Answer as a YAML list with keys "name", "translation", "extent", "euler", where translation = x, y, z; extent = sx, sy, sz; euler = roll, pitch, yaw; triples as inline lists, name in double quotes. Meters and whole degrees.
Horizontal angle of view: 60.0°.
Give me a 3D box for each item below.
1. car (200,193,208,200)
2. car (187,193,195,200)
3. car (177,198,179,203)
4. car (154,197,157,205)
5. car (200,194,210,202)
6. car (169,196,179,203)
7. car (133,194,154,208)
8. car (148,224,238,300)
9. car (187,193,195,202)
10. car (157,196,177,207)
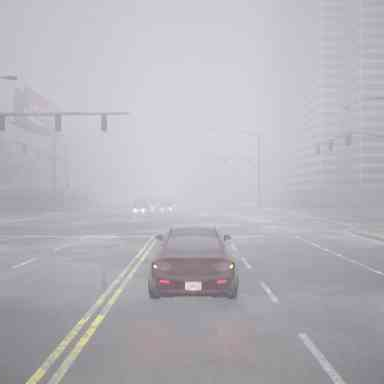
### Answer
- name: "car"
  translation: [3.132, 1.184, 88.267]
  extent: [2.097, 1.767, 4.553]
  euler: [0, 0, 0]
- name: "car"
  translation: [-0.368, 1.184, 88.252]
  extent: [2.097, 1.767, 4.553]
  euler: [0, 0, 0]
- name: "car"
  translation: [-3.823, 1.525, 59.796]
  extent: [1.812, 1.442, 4.674]
  euler: [0, 0, 0]
- name: "car"
  translation: [-7.322, 1.601, 57.682]
  extent: [1.895, 1.301, 4.718]
  euler: [0, 0, 0]
- name: "car"
  translation: [3.175, 1.515, 77.979]
  extent: [2.128, 1.511, 4.902]
  euler: [0, 0, 0]
- name: "car"
  translation: [-3.790, 1.552, 69.805]
  extent: [1.994, 1.385, 4.181]
  euler: [0, 0, 0]
- name: "car"
  translation: [-7.297, 1.491, 48.411]
  extent: [2.128, 1.511, 4.902]
  euler: [0, 0, 0]
- name: "car"
  translation: [0.031, 1.526, 8.294]
  extent: [1.812, 1.442, 4.674]
  euler: [0, 0, 0]
- name: "car"
  translation: [-0.326, 1.584, 78.347]
  extent: [1.895, 1.301, 4.718]
  euler: [0, 0, 0]
- name: "car"
  translation: [-3.805, 1.564, 51.019]
  extent: [1.994, 1.385, 4.181]
  euler: [0, 0, 0]
